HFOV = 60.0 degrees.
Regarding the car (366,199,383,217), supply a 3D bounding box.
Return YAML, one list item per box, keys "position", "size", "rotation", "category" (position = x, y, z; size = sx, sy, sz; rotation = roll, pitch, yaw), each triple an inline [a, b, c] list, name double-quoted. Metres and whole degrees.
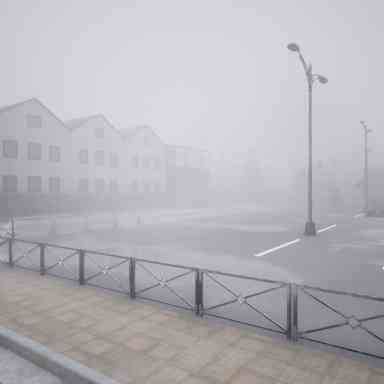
- position: [15.327, 1.298, 26.875]
  size: [2.007, 1.523, 4.514]
  rotation: [0, 0, 35]
  category: "car"
